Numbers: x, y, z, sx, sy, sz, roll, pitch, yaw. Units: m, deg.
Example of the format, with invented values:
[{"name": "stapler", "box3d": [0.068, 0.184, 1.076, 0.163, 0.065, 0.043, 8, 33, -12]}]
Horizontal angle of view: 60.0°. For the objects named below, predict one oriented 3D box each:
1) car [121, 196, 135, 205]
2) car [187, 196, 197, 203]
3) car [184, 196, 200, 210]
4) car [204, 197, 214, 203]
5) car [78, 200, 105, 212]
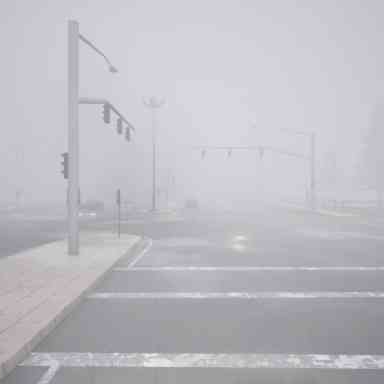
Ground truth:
[{"name": "car", "box3d": [-11.583, 1.525, 60.225, 1.812, 1.442, 4.674, 0, 0, 0]}, {"name": "car", "box3d": [-0.059, 1.564, 68.915, 1.994, 1.385, 4.181, 0, 0, 0]}, {"name": "car", "box3d": [-0.037, 1.526, 43.480, 1.812, 1.442, 4.674, 0, 0, 0]}, {"name": "car", "box3d": [3.441, 1.601, 68.949, 1.895, 1.301, 4.718, 0, 0, 0]}, {"name": "car", "box3d": [-11.631, 1.601, 38.741, 1.895, 1.301, 4.718, 0, 0, 0]}]
